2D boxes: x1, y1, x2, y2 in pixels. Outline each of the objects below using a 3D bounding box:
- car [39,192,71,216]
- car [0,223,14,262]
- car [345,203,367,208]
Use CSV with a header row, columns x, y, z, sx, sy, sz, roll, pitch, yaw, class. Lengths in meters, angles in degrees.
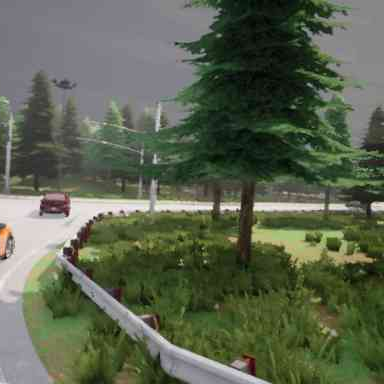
x,y,z,sx,sy,sz,roll,pitch,yaw,class
-9.799,0.747,23.867,1.882,1.535,5.008,4,3,-20,car
-6.272,1.229,8.909,2.097,1.767,4.553,3,0,-19,car
27.347,2.078,54.733,5.357,1.411,2.033,2,3,-36,car
